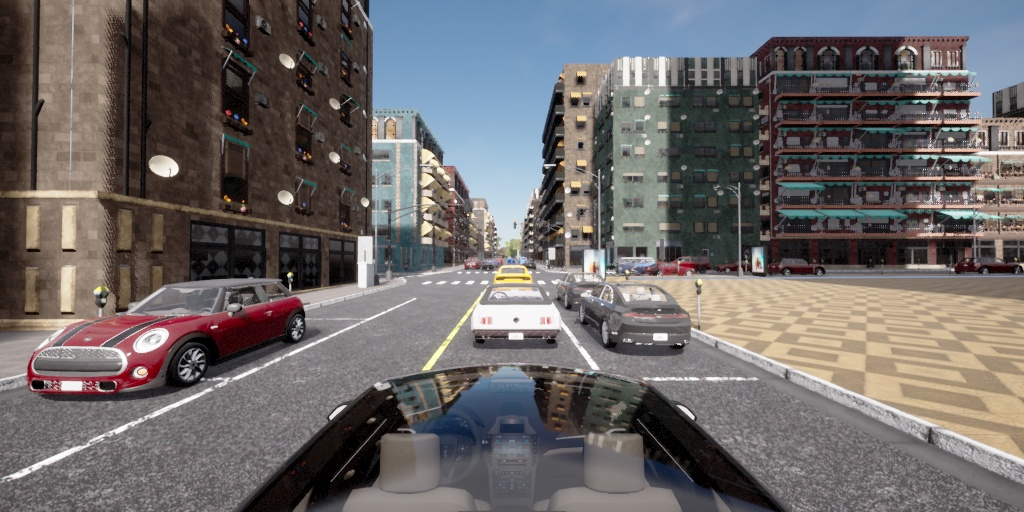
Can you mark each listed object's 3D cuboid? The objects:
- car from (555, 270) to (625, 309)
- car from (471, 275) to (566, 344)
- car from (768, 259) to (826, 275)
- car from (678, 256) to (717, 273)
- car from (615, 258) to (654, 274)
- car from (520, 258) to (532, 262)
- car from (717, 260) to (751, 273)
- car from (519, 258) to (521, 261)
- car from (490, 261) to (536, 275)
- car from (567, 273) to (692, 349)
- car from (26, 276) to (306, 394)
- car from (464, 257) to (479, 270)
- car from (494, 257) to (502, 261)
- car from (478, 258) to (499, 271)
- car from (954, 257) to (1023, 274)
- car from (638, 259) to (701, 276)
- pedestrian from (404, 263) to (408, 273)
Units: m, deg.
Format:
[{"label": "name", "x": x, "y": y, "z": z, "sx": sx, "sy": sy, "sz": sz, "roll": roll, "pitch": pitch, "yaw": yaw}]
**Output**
[{"label": "car", "x": 2.795, "y": 1.304, "z": 14.554, "sx": 2.007, "sy": 1.370, "sz": 4.403, "roll": 0, "pitch": 0, "yaw": 0}, {"label": "car", "x": 0.083, "y": 1.353, "z": 9.568, "sx": 1.895, "sy": 1.301, "sz": 4.718, "roll": 0, "pitch": 0, "yaw": 0}, {"label": "car", "x": 24.705, "y": 0.934, "z": 31.145, "sx": 4.097, "sy": 1.591, "sz": 1.967, "roll": 0, "pitch": 0, "yaw": 0}, {"label": "car", "x": 19.223, "y": 0.976, "z": 39.554, "sx": 5.009, "sy": 1.841, "sz": 2.192, "roll": 0, "pitch": 0, "yaw": 0}, {"label": "car", "x": 12.449, "y": 1.175, "z": 33.810, "sx": 5.357, "sy": 1.411, "sz": 2.033, "roll": 0, "pitch": -1, "yaw": 0}, {"label": "car", "x": 2.590, "y": 1.332, "z": 52.747, "sx": 1.948, "sy": 1.339, "sz": 4.313, "roll": 0, "pitch": 0, "yaw": 0}, {"label": "car", "x": 24.751, "y": 1.164, "z": 39.525, "sx": 4.507, "sy": 1.381, "sz": 1.888, "roll": 0, "pitch": 0, "yaw": 0}, {"label": "car", "x": 2.579, "y": 1.351, "z": 58.317, "sx": 1.802, "sy": 1.307, "sz": 4.207, "roll": 0, "pitch": 0, "yaw": 0}, {"label": "car", "x": 0.059, "y": 1.232, "z": 19.021, "sx": 1.882, "sy": 1.535, "sz": 5.008, "roll": 0, "pitch": 0, "yaw": 0}, {"label": "car", "x": 2.807, "y": 1.302, "z": 8.984, "sx": 2.007, "sy": 1.370, "sz": 4.403, "roll": 0, "pitch": 0, "yaw": 0}, {"label": "car", "x": -5.829, "y": 1.191, "z": 6.731, "sx": 1.967, "sy": 1.591, "sz": 4.097, "roll": 0, "pitch": 0, "yaw": 0}, {"label": "car", "x": -5.791, "y": 1.081, "z": 52.770, "sx": 2.192, "sy": 1.841, "sz": 5.009, "roll": 0, "pitch": 0, "yaw": 0}, {"label": "car", "x": -3.199, "y": 1.317, "z": 60.132, "sx": 2.033, "sy": 1.411, "sz": 5.357, "roll": 0, "pitch": 0, "yaw": 0}, {"label": "car", "x": -3.213, "y": 1.367, "z": 50.439, "sx": 1.895, "sy": 1.301, "sz": 4.718, "roll": 0, "pitch": 0, "yaw": 1}, {"label": "car", "x": 41.287, "y": 0.810, "z": 31.059, "sx": 4.097, "sy": 1.591, "sz": 1.967, "roll": 0, "pitch": 0, "yaw": 0}, {"label": "car", "x": 13.650, "y": 1.162, "z": 31.202, "sx": 4.207, "sy": 1.307, "sz": 1.802, "roll": 0, "pitch": 0, "yaw": 0}, {"label": "pedestrian", "x": -12.610, "y": 1.096, "z": 42.681, "sx": 0.375, "sy": 1.860, "sz": 0.375, "roll": 0, "pitch": 0, "yaw": 0}]
